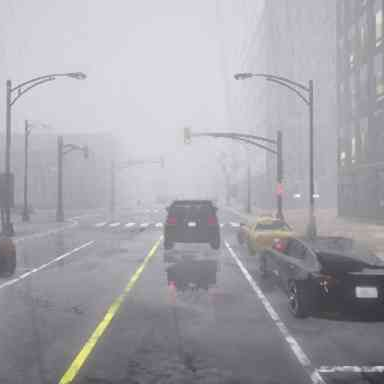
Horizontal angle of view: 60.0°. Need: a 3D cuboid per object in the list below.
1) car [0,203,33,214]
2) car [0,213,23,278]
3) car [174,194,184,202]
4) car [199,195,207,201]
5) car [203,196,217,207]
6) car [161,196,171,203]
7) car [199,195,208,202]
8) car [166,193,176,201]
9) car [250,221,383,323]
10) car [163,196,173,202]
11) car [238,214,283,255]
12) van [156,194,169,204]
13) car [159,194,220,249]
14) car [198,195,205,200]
[{"bbox_3d":[-19.418,1.814,35.880,4.313,1.339,1.947,-1,0,1],"label":"car"},{"bbox_3d":[-5.677,1.442,7.215,1.967,1.590,4.097,1,0,0],"label":"car"},{"bbox_3d":[-3.000,1.379,78.804,2.097,1.767,4.553,0,0,0],"label":"car"},{"bbox_3d":[2.702,1.558,84.131,1.752,1.417,4.829,1,0,0],"label":"car"},{"bbox_3d":[2.703,1.458,50.752,1.967,1.590,4.097,1,0,0],"label":"car"},{"bbox_3d":[-5.679,1.610,72.904,1.802,1.307,4.206,1,0,0],"label":"car"},{"bbox_3d":[2.702,1.555,78.597,1.752,1.417,4.829,1,0,0],"label":"car"},{"bbox_3d":[-5.675,1.350,89.507,2.192,1.841,5.009,1,0,0],"label":"car"},{"bbox_3d":[2.668,1.568,7.160,1.947,1.339,4.313,1,0,0],"label":"car"},{"bbox_3d":[-5.679,1.596,78.438,1.947,1.339,4.313,1,0,0],"label":"car"},{"bbox_3d":[2.839,1.529,12.974,1.752,1.417,4.829,1,0,0],"label":"car"},{"bbox_3d":[-5.676,1.364,61.835,1.690,1.788,3.998,1,0,0],"label":"van"},{"bbox_3d":[0.000,1.263,14.683,2.150,2.045,5.566,0,0,0],"label":"car"},{"bbox_3d":[2.701,1.582,95.031,1.887,1.381,4.507,1,0,0],"label":"car"}]
